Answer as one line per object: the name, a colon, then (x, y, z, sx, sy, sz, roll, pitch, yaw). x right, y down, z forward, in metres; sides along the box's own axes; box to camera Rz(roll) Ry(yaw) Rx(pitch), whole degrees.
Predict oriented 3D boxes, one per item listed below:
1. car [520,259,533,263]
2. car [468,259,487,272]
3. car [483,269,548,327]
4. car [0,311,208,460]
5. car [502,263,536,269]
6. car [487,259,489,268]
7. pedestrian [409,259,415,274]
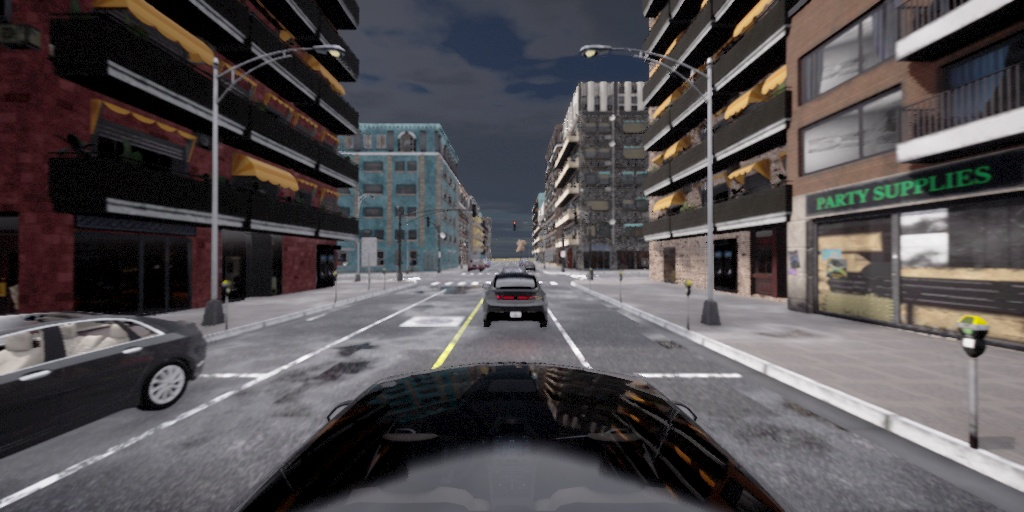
car: (2.559, 1.581, 52.698, 1.948, 1.339, 4.313, 0, 0, 0)
car: (-5.321, 1.330, 52.697, 2.192, 1.841, 5.009, 0, 0, 0)
car: (0.094, 1.308, 11.733, 1.837, 1.490, 4.892, 0, -1, 0)
car: (-5.316, 1.310, 3.448, 2.007, 1.370, 4.403, 0, 0, 0)
car: (0.098, 1.347, 21.462, 2.128, 1.511, 4.902, 0, 0, 0)
car: (-5.322, 1.587, 58.249, 1.888, 1.381, 4.507, 0, 0, 0)
pedestrian: (-12.156, 1.257, 43.452, 0.375, 1.860, 0.375, 0, 0, 0)
